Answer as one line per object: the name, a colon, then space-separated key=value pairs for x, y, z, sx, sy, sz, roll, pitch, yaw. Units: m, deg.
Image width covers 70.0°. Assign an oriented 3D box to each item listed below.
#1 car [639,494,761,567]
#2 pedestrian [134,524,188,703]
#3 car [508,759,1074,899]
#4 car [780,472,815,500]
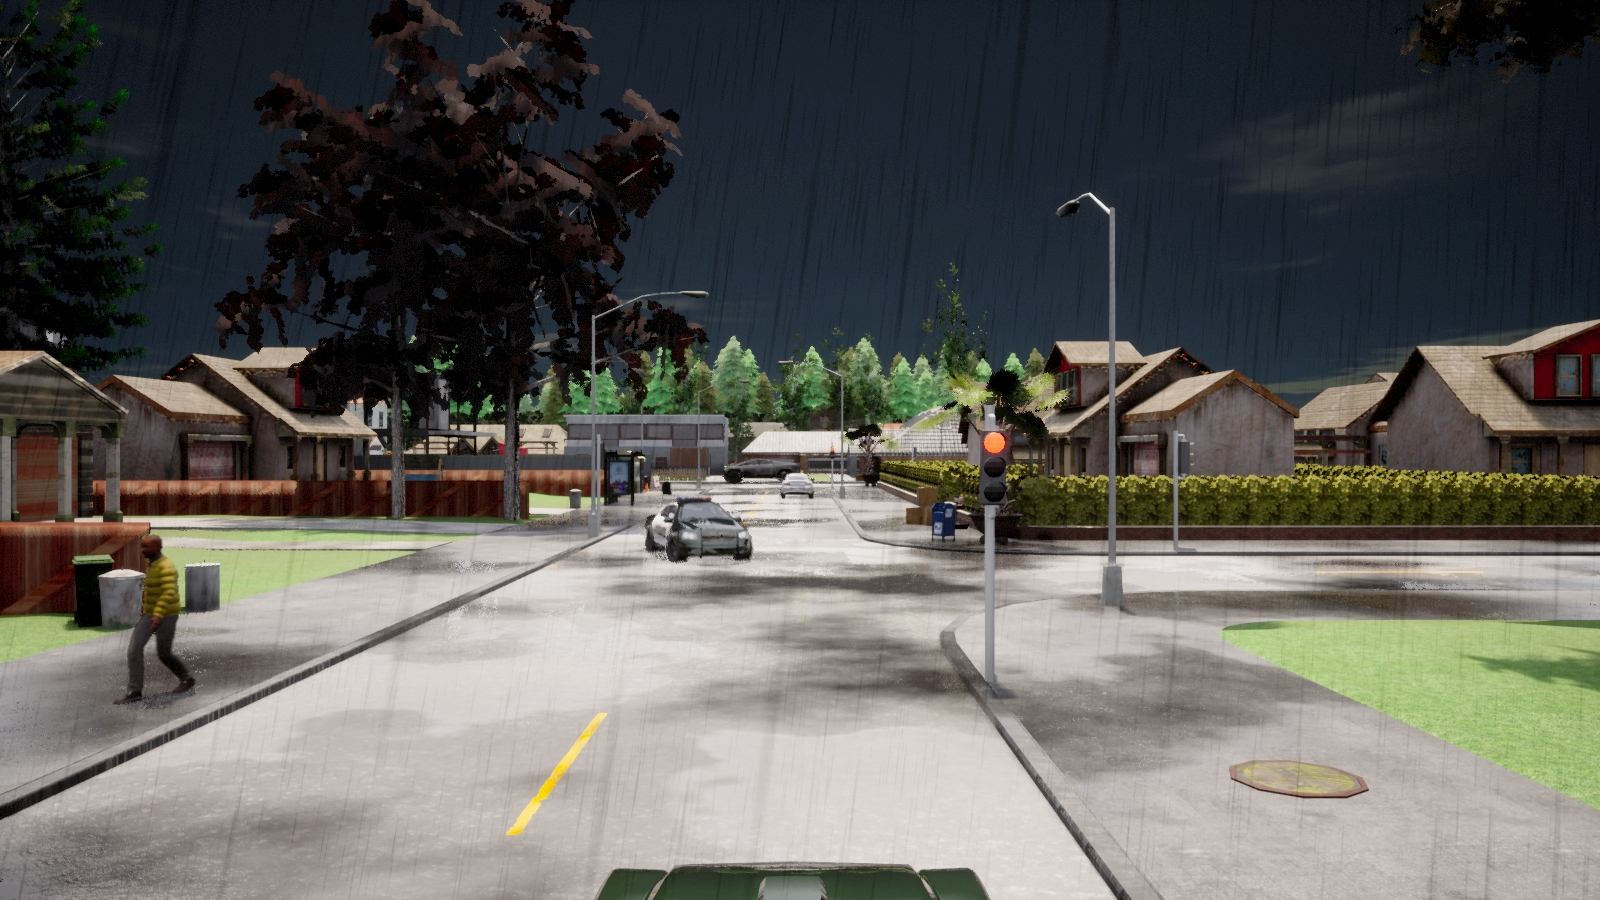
car: x=-2.736 y=2.038 z=30.039 sx=2.038 sy=1.542 sz=4.974 roll=0 pitch=0 yaw=-19
pedestrian: x=-6.915 y=1.746 z=12.364 sx=0.375 sy=1.860 sz=0.375 roll=0 pitch=0 yaw=33
car: x=-0.028 y=2.155 z=3.193 sx=1.895 sy=1.301 sz=4.718 roll=0 pitch=0 yaw=0
car: x=-0.164 y=2.081 z=66.907 sx=2.002 sy=1.442 sz=4.674 roll=0 pitch=0 yaw=0
